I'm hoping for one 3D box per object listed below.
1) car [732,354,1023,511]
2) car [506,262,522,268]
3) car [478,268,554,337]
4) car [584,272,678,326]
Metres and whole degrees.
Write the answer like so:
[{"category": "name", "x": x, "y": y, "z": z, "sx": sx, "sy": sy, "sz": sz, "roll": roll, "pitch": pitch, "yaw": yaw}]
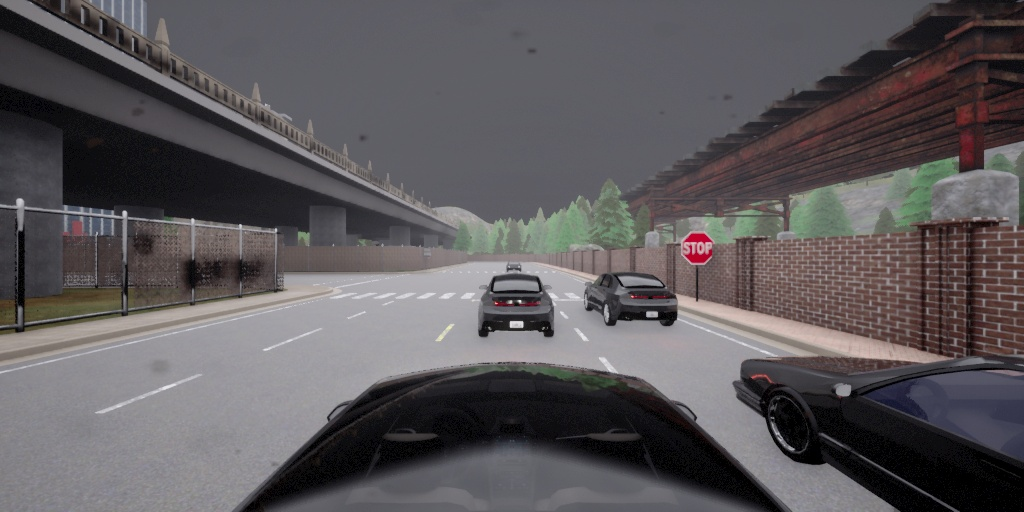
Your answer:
[{"category": "car", "x": 3.600, "y": 1.297, "z": 1.883, "sx": 2.033, "sy": 1.411, "sz": 5.357, "roll": 0, "pitch": 0, "yaw": 0}, {"category": "car", "x": 0.227, "y": 1.351, "z": 45.472, "sx": 1.895, "sy": 1.301, "sz": 4.718, "roll": 0, "pitch": 0, "yaw": -1}, {"category": "car", "x": 0.104, "y": 1.255, "z": 10.273, "sx": 1.837, "sy": 1.490, "sz": 4.892, "roll": 0, "pitch": 0, "yaw": 0}, {"category": "car", "x": 3.607, "y": 1.255, "z": 11.629, "sx": 1.837, "sy": 1.490, "sz": 4.892, "roll": 0, "pitch": 0, "yaw": 0}]
